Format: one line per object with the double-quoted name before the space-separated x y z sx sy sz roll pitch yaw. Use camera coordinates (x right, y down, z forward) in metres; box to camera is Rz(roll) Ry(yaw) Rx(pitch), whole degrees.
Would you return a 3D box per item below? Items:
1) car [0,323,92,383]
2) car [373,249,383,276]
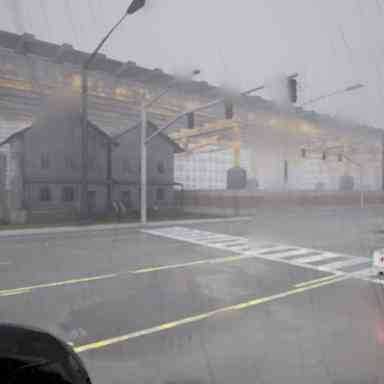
"car" -2.973 1.489 1.624 4.902 1.511 2.128 0 0 -36
"car" 6.726 1.621 8.552 4.718 1.301 1.895 0 0 -35
